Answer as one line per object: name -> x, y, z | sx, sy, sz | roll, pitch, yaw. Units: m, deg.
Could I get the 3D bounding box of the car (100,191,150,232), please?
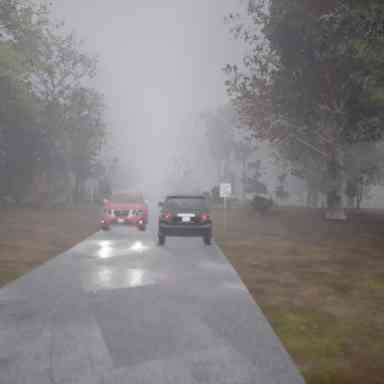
car -> -3.565, 0.961, 18.575 | 2.150, 2.045, 5.566 | 1, 1, -4

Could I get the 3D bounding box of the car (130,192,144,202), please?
car -> -9.922, 0.849, 59.623 | 2.097, 1.767, 4.553 | 1, 0, -13

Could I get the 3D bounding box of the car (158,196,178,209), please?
car -> -2.874, 1.202, 38.637 | 1.895, 1.301, 4.718 | 1, 0, -9

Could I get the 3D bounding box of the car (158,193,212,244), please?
car -> -0.381, 1.066, 15.069 | 2.150, 2.045, 5.566 | 1, 1, -3
